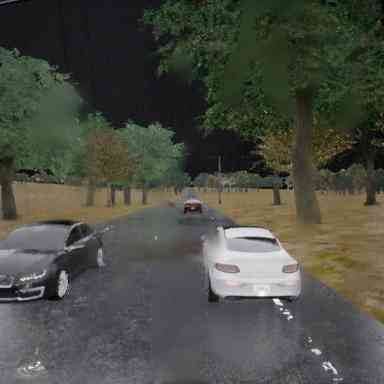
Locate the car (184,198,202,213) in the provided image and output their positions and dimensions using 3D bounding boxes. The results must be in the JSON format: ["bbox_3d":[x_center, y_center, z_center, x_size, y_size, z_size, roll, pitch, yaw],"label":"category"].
[{"bbox_3d":[0.114,1.507,36.750,1.882,1.535,5.008,0,0,0],"label":"car"}]

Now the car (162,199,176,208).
[{"bbox_3d":[-3.458,1.732,49.809,1.895,1.301,4.718,0,-1,0],"label":"car"}]

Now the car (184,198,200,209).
[{"bbox_3d":[0.041,1.588,46.813,2.128,1.511,4.902,0,-1,0],"label":"car"}]

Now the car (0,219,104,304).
[{"bbox_3d":[-3.593,1.509,8.389,1.837,1.490,4.892,0,0,0],"label":"car"}]

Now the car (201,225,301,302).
[{"bbox_3d":[1.232,1.530,8.149,1.812,1.442,4.674,0,0,0],"label":"car"}]
